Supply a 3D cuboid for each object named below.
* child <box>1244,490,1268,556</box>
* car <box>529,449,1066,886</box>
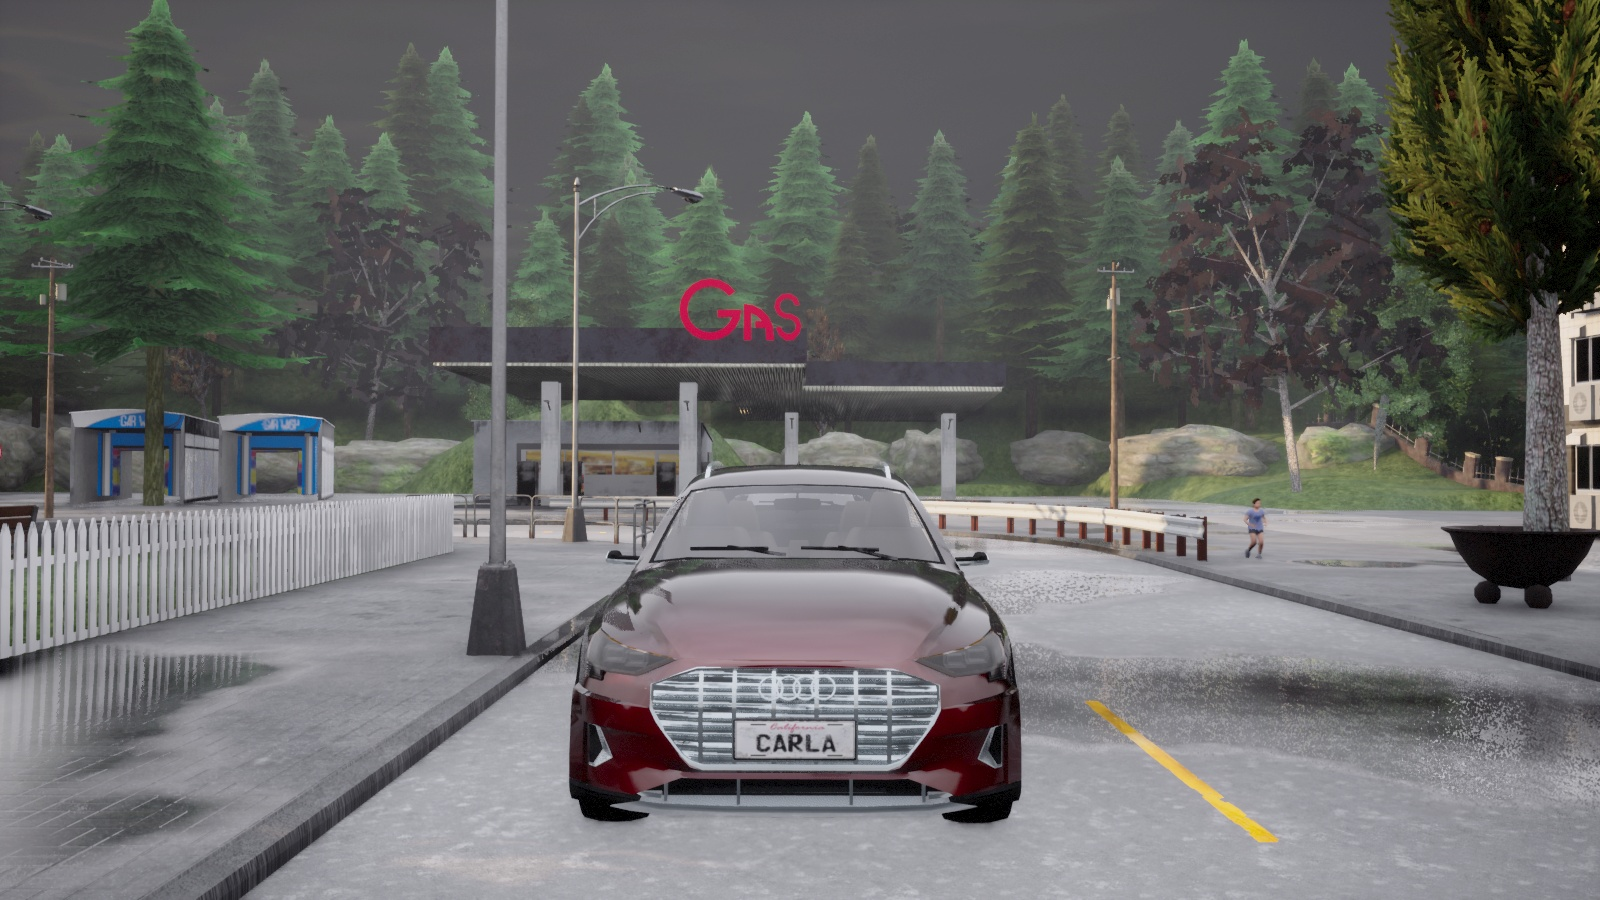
[{"bbox_3d":[7.716,1.230,21.258,0.255,1.110,0.394,0,-1,-2],"label":"child"},{"bbox_3d":[-0.007,0.865,7.197,2.033,1.649,4.856,0,-1,0],"label":"car"}]
